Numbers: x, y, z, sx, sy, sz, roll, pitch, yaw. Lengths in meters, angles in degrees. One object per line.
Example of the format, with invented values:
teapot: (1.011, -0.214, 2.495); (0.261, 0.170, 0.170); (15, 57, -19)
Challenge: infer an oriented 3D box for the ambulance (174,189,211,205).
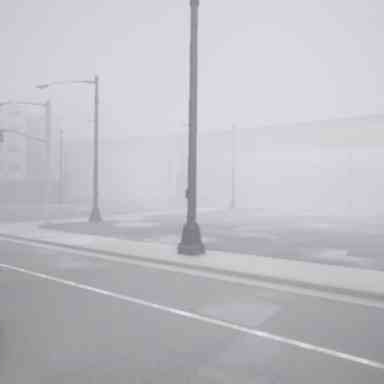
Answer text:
ambulance: (0.081, 0.798, 54.224); (6.366, 2.431, 2.351); (0, 1, -40)
